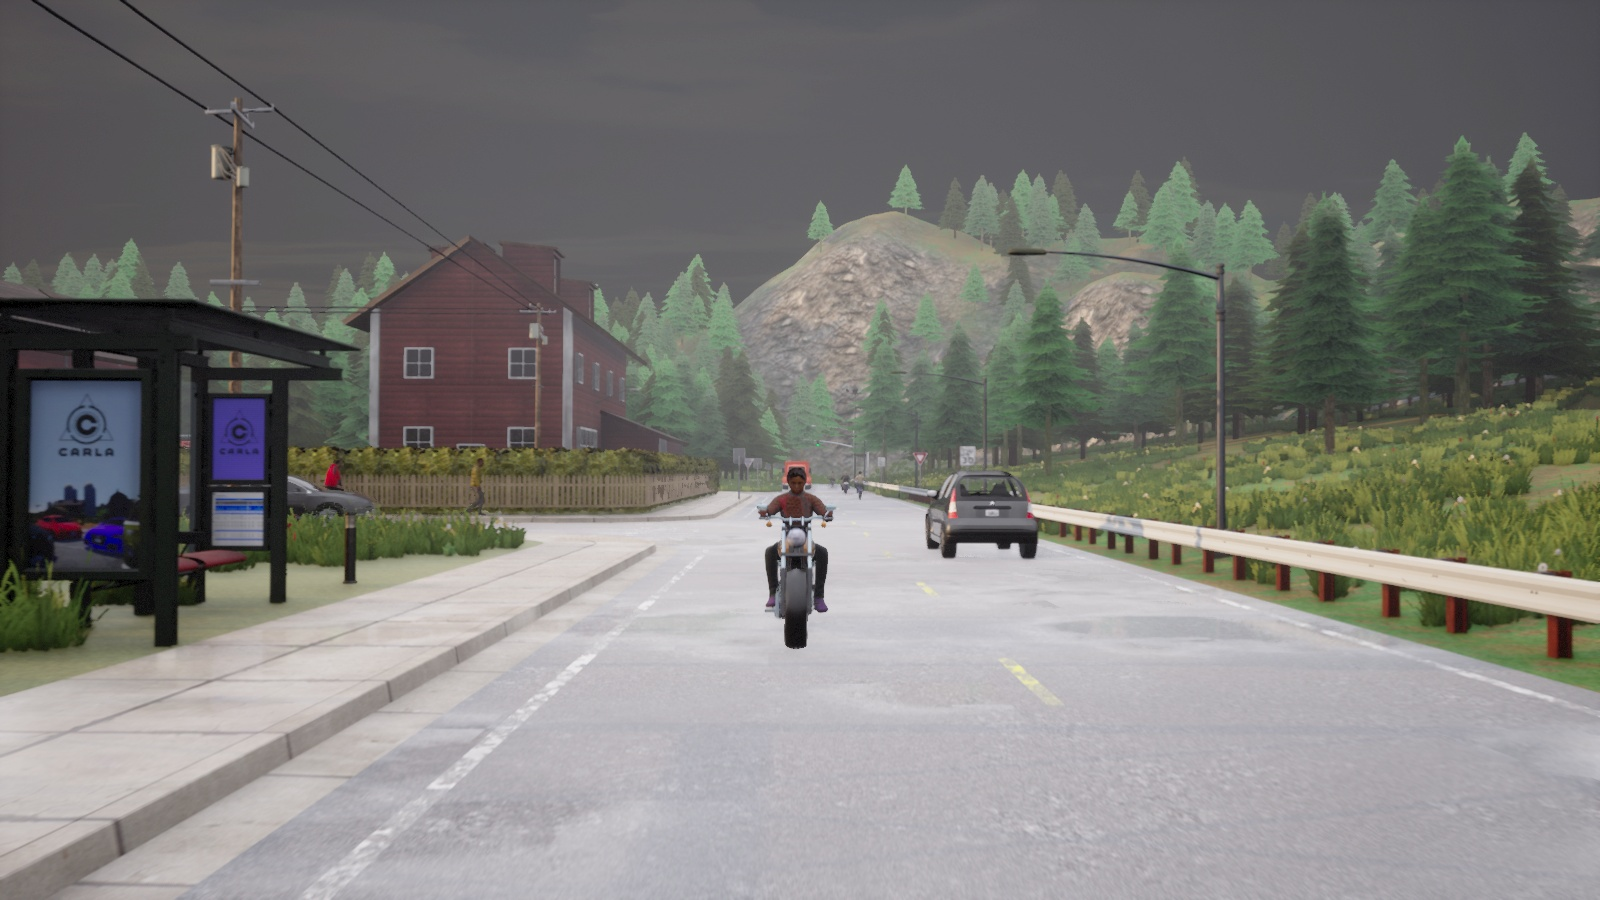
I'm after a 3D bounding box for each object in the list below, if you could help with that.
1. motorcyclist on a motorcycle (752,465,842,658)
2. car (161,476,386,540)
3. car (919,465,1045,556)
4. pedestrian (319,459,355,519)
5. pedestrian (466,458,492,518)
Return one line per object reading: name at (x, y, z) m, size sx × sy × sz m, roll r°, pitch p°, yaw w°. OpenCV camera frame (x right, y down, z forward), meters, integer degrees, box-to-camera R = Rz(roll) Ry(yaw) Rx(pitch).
motorcyclist on a motorcycle at (-0.027, 0.972, 11.926) m, size 0.766 × 1.649 × 2.350 m, roll 0°, pitch -1°, yaw 0°
car at (-12.998, 1.413, 31.286) m, size 4.892 × 1.490 × 1.837 m, roll 0°, pitch -2°, yaw -12°
car at (3.441, 1.122, 24.413) m, size 1.851 × 1.617 × 3.988 m, roll 0°, pitch -1°, yaw 0°
pedestrian at (-14.316, 1.198, 38.818) m, size 0.899 × 1.844 × 0.634 m, roll 0°, pitch -1°, yaw -4°
pedestrian at (-9.886, 1.178, 38.670) m, size 0.709 × 1.840 × 0.431 m, roll 0°, pitch -1°, yaw -5°
